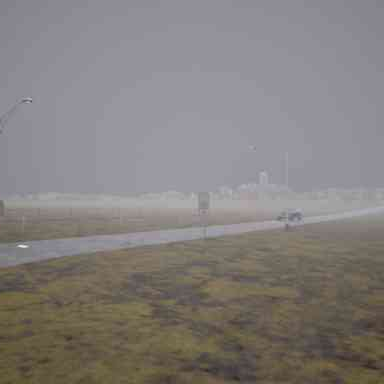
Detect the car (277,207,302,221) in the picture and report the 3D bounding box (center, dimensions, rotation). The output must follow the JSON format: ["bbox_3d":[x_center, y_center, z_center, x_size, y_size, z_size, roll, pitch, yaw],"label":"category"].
[{"bbox_3d":[14.588,3.228,49.529,2.150,2.045,5.566,-1,-3,35],"label":"car"}]
